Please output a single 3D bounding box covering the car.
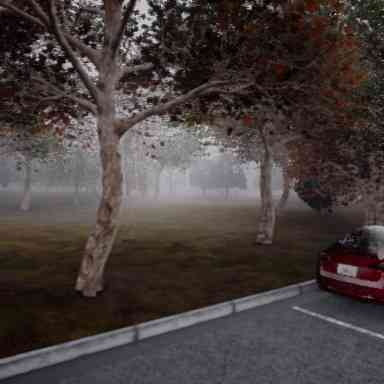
[{"bbox_3d":[4.856,1.510,7.495,4.792,1.488,2.163,0,0,-33],"label":"car"}]
